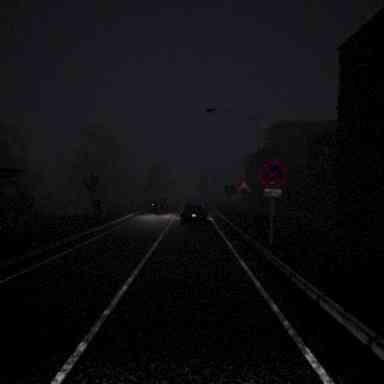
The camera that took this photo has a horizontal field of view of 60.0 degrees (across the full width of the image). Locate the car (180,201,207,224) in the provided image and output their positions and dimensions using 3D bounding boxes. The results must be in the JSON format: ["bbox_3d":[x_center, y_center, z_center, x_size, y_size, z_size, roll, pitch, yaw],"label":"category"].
[{"bbox_3d":[0.134,1.617,25.492,1.994,1.385,4.181,0,0,0],"label":"car"}]

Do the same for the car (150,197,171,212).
[{"bbox_3d":[-3.279,1.288,35.253,1.837,1.490,4.892,0,-2,0],"label":"car"}]

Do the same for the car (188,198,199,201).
[{"bbox_3d":[0.159,1.491,41.236,2.033,1.411,5.357,0,1,0],"label":"car"}]

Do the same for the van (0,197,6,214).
[{"bbox_3d":[-21.959,1.495,34.955,4.442,1.987,1.878,0,0,0],"label":"van"}]
